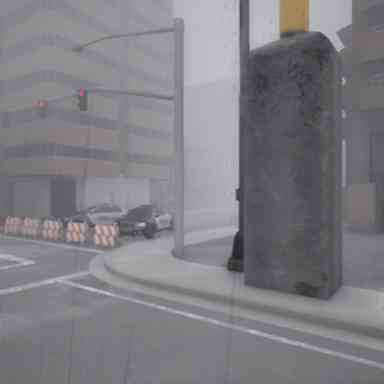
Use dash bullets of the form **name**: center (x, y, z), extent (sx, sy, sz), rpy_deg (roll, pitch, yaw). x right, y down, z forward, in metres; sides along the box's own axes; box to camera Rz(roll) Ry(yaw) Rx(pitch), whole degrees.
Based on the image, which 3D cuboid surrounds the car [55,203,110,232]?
- **car**: center (-5.669, 1.464, 20.299), extent (4.974, 1.542, 2.038), rpy_deg (0, 0, -30)

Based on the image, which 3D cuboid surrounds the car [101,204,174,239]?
- **car**: center (-2.472, 1.462, 17.619), extent (2.038, 1.542, 4.974), rpy_deg (0, 0, 15)

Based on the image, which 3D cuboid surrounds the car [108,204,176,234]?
- **car**: center (-2.458, 1.304, 17.669), extent (1.853, 1.218, 4.536), rpy_deg (0, 0, 15)

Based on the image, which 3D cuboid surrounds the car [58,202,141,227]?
- **car**: center (-5.624, 1.307, 20.325), extent (4.536, 1.218, 1.853), rpy_deg (0, 0, -30)
